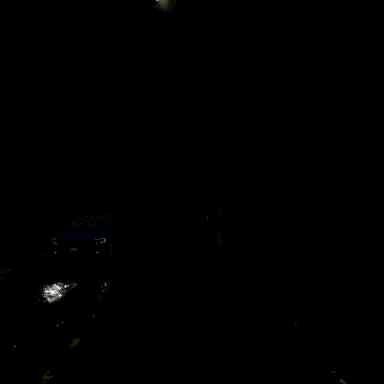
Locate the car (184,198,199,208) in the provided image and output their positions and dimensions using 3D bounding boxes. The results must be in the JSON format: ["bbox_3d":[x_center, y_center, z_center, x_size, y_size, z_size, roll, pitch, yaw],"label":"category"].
[{"bbox_3d":[0.079,1.881,56.651,1.837,1.490,4.892,0,-1,0],"label":"car"}]

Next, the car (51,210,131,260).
[{"bbox_3d":[-3.604,1.485,12.628,1.882,1.535,5.008,0,0,0],"label":"car"}]

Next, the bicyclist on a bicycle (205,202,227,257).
[{"bbox_3d":[0.957,1.377,12.142,0.659,1.776,1.843,0,0,0],"label":"bicyclist on a bicycle"}]

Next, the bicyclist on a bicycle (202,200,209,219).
[{"bbox_3d":[0.954,1.409,21.072,0.659,1.776,1.843,0,0,0],"label":"bicyclist on a bicycle"}]

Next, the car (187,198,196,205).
[{"bbox_3d":[-0.025,2.166,73.591,1.882,1.535,5.008,0,-1,0],"label":"car"}]
